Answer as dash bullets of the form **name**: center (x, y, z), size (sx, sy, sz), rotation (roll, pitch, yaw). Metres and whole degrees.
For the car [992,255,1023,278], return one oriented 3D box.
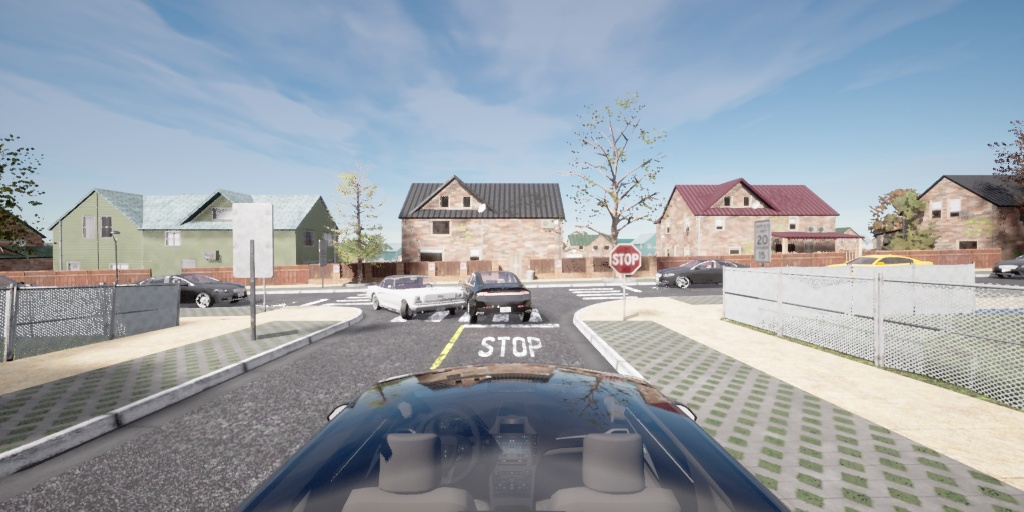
- **car**: center (29.393, 0.478, 19.546), size (4.902, 1.511, 2.128), rotation (-1, 1, 0)

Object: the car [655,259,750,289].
- **car**: center (10.339, 0.925, 19.481), size (4.902, 1.511, 2.128), rotation (-1, 1, 0)

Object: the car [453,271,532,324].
- **car**: center (-0.680, 1.242, 12.078), size (2.128, 1.511, 4.902), rotation (0, 0, -12)

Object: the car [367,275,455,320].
- **car**: center (-3.597, 1.367, 12.938), size (1.895, 1.301, 4.718), rotation (0, 0, -38)

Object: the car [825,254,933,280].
- **car**: center (19.769, 0.690, 19.514), size (5.008, 1.535, 1.882), rotation (-1, 1, -1)

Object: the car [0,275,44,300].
- **car**: center (-24.233, 1.648, 16.402), size (4.553, 1.767, 2.097), rotation (-1, 1, 0)

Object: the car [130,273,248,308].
- **car**: center (-14.895, 1.566, 16.439), size (4.902, 1.511, 2.128), rotation (-1, 1, 0)
